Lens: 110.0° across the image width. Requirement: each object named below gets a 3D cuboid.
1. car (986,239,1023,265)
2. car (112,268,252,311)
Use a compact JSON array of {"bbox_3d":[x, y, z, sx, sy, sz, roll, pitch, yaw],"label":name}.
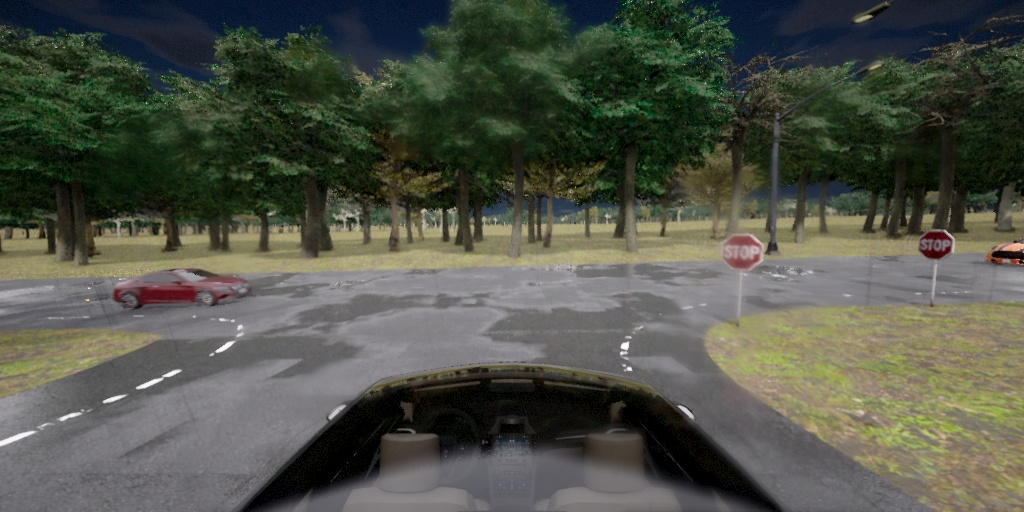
[{"bbox_3d":[27.120,-0.378,17.995,4.553,1.767,2.097,-2,5,0],"label":"car"},{"bbox_3d":[-13.089,1.227,14.324,4.674,1.442,1.812,-2,5,0],"label":"car"}]
